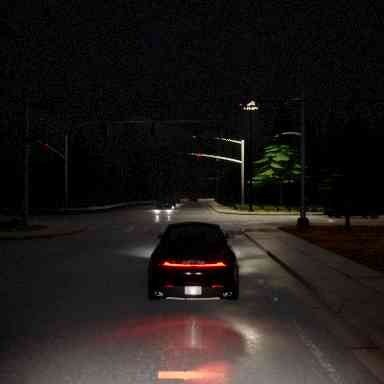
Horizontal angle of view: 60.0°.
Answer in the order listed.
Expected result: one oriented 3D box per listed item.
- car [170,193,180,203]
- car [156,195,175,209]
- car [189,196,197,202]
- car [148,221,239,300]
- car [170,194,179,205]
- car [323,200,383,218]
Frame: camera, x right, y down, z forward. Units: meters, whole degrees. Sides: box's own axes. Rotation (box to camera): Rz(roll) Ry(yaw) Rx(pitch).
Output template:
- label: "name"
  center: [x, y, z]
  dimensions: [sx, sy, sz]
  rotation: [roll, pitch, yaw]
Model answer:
- label: "car"
  center: [-3.488, 1.221, 65.375]
  dimensions: [2.150, 2.045, 5.566]
  rotation: [0, 0, 1]
- label: "car"
  center: [-3.634, 1.505, 44.297]
  dimensions: [1.837, 1.490, 4.892]
  rotation: [0, 0, 0]
- label: "car"
  center: [0.278, 1.540, 74.766]
  dimensions: [2.033, 1.411, 5.357]
  rotation: [0, 0, 2]
- label: "car"
  center: [0.041, 1.501, 8.354]
  dimensions: [1.837, 1.490, 4.892]
  rotation: [0, 0, 0]
- label: "car"
  center: [-3.626, 1.547, 54.744]
  dimensions: [2.033, 1.411, 5.357]
  rotation: [0, 0, 0]
- label: "car"
  center: [14.265, 1.504, 29.508]
  dimensions: [5.008, 1.535, 1.882]
  rotation: [0, 0, 1]
